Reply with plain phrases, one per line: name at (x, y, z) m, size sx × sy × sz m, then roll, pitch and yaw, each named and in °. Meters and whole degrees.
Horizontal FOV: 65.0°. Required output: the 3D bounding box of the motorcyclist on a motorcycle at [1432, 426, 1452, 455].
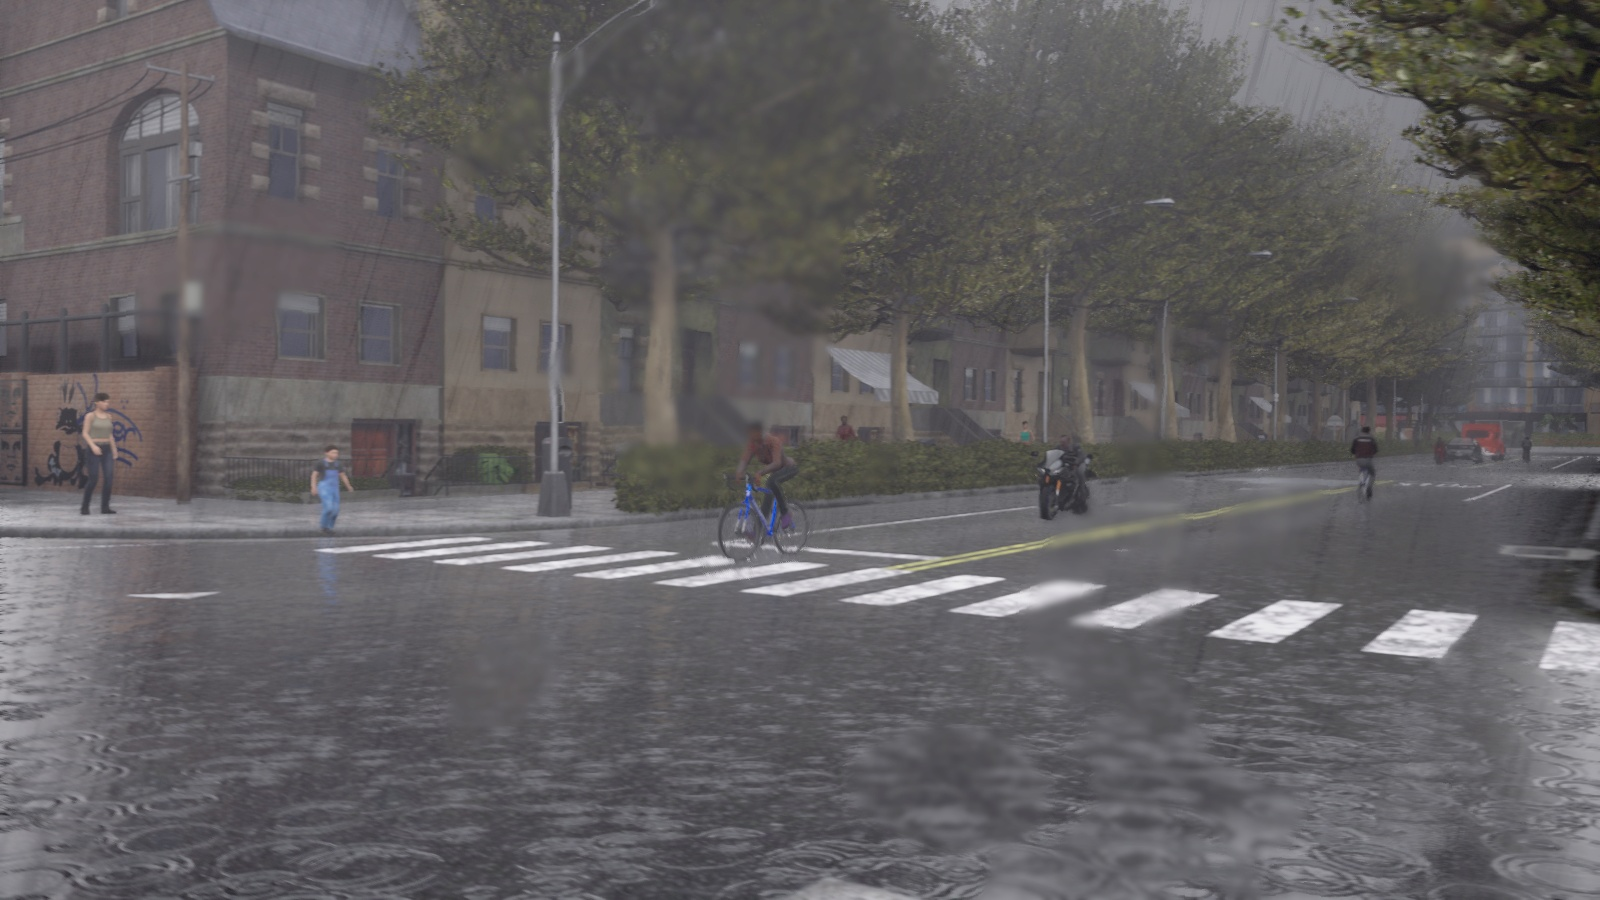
motorcyclist on a motorcycle at (34.943, -0.536, 68.339) m, size 0.797 × 1.523 × 2.044 m, roll 0°, pitch 1°, yaw 33°

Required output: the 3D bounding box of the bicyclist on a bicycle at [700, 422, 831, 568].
bicyclist on a bicycle at (-0.380, 0.487, 14.732) m, size 0.582 × 1.620 × 1.656 m, roll -1°, pitch 1°, yaw 38°

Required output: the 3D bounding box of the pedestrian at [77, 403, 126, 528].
pedestrian at (-10.409, 0.227, 18.722) m, size 0.594 × 1.836 × 0.345 m, roll 0°, pitch 1°, yaw 29°

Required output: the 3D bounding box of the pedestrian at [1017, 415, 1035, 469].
pedestrian at (7.724, -0.267, 42.897) m, size 0.345 × 1.836 × 0.594 m, roll 0°, pitch 1°, yaw 36°

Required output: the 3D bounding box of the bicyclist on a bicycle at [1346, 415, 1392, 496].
bicyclist on a bicycle at (12.804, 0.100, 28.236) m, size 0.659 × 1.776 × 1.843 m, roll 0°, pitch 1°, yaw 33°

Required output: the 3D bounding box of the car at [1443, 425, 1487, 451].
car at (41.372, -0.763, 78.132) m, size 2.007 × 1.525 × 4.514 m, roll 0°, pitch 1°, yaw 33°

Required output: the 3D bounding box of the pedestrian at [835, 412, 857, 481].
pedestrian at (1.241, -0.087, 33.965) m, size 0.331 × 1.846 × 0.636 m, roll 0°, pitch 1°, yaw 27°

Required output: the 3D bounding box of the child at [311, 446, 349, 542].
child at (-6.316, 0.586, 16.866) m, size 0.437 × 1.263 × 0.270 m, roll 0°, pitch 1°, yaw 36°

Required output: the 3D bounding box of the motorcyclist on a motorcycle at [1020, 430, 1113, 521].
motorcyclist on a motorcycle at (4.776, 0.418, 22.385) m, size 0.866 × 1.530 × 2.191 m, roll 0°, pitch 1°, yaw 33°
